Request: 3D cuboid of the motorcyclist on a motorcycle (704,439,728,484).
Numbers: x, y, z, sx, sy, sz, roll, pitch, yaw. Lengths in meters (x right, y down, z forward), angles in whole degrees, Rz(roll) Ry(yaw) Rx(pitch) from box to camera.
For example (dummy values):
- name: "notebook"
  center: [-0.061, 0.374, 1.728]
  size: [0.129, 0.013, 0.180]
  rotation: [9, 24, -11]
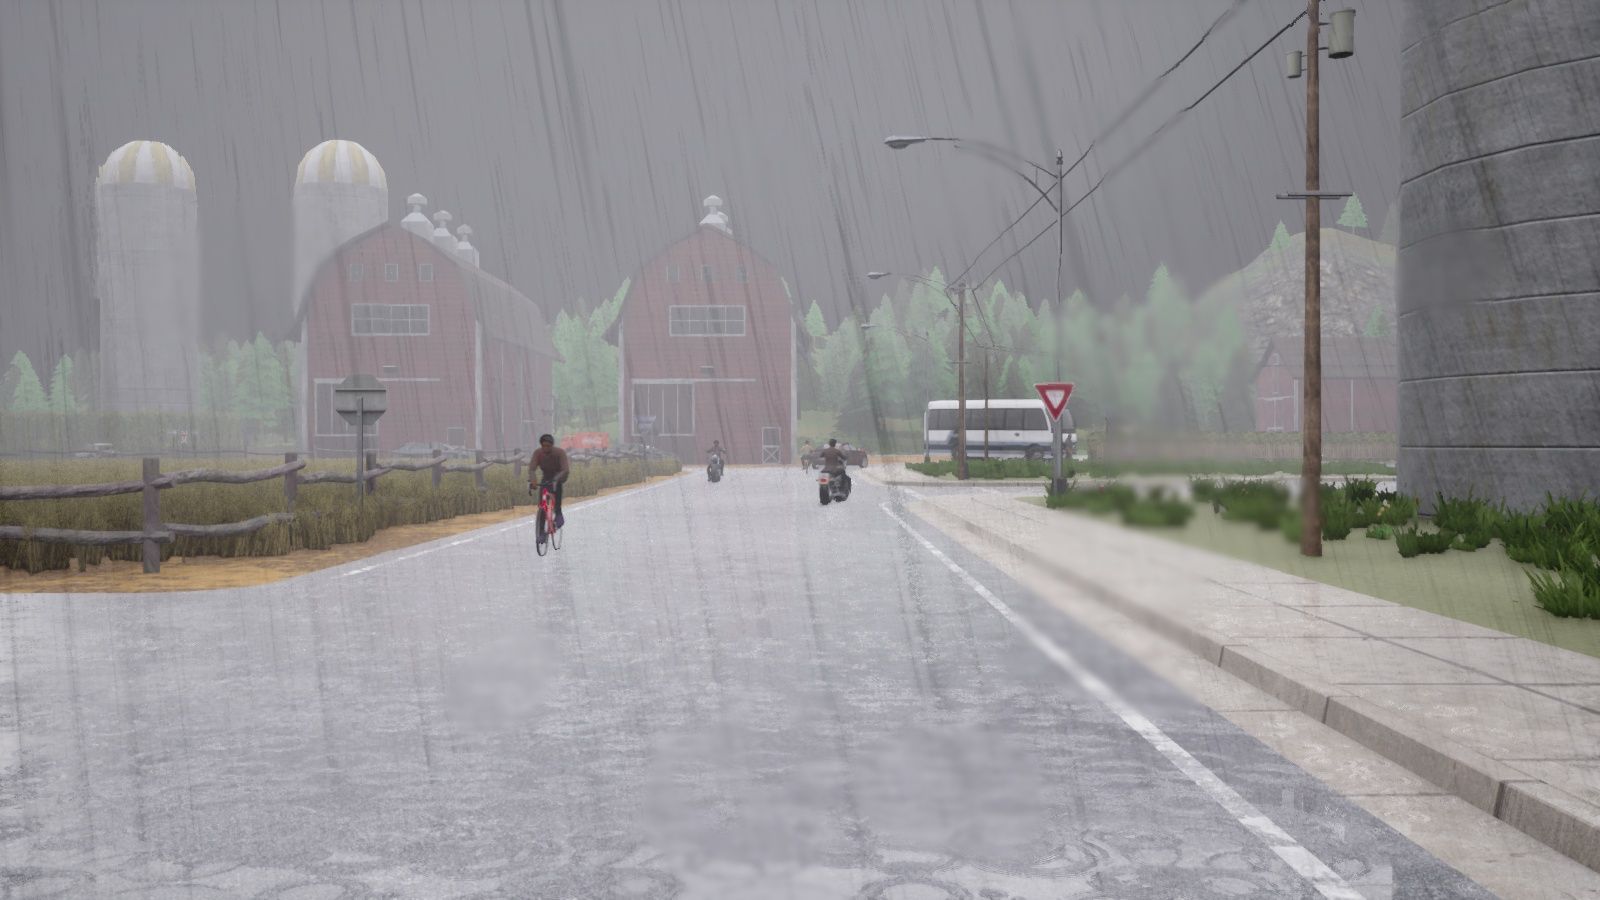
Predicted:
- name: "motorcyclist on a motorcycle"
  center: [-3.215, 0.423, 48.118]
  size: [0.766, 1.649, 2.350]
  rotation: [0, 0, 0]

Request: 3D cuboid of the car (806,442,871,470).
- name: "car"
  center: [2.227, 0.300, 71.231]
  size: [1.882, 1.535, 5.008]
  rotation: [0, 1, 25]

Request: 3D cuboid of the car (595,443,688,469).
- name: "car"
  center: [-9.035, 0.334, 71.696]
  size: [4.792, 1.488, 2.163]
  rotation: [0, 0, 13]

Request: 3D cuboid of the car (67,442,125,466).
- name: "car"
  center: [-44.931, 0.224, 80.117]
  size: [3.806, 1.475, 1.970]
  rotation: [0, 0, 39]

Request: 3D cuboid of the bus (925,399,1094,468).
- name: "bus"
  center: [13.534, -1.135, 81.879]
  size: [10.273, 4.253, 3.944]
  rotation: [1, 2, 40]

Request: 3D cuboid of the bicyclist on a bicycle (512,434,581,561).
- name: "bicyclist on a bicycle"
  center: [-3.391, 0.601, 16.937]
  size: [0.582, 1.620, 1.656]
  rotation: [0, 1, 0]

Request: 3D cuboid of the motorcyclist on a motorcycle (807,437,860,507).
- name: "motorcyclist on a motorcycle"
  center: [0.858, 0.522, 31.088]
  size: [0.766, 1.649, 2.350]
  rotation: [1, 0, 15]

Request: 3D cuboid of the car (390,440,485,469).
- name: "car"
  center: [-20.758, 0.254, 72.069]
  size: [4.856, 1.649, 2.033]
  rotation: [0, 0, -3]
